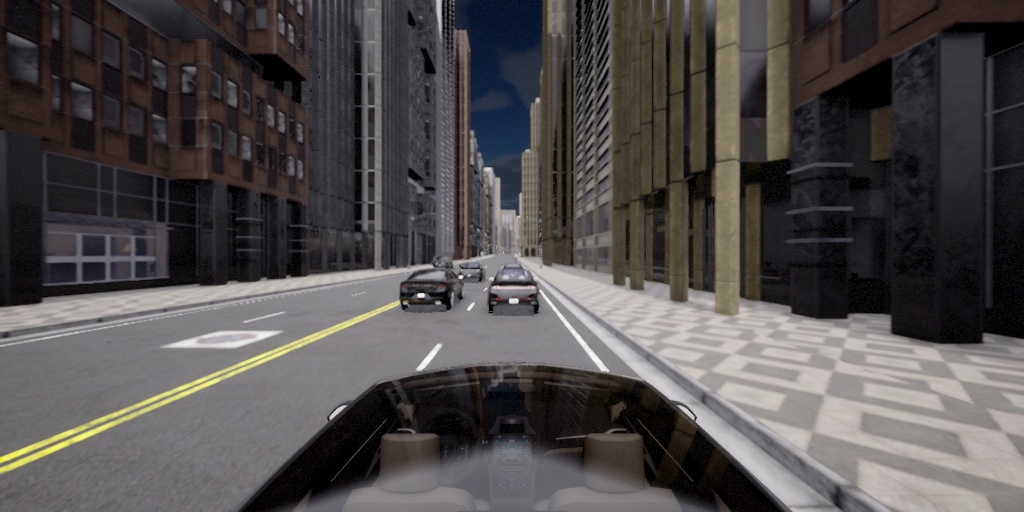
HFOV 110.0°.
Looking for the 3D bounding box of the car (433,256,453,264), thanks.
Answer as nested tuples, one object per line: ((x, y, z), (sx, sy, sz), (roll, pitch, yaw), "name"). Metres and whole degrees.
((-9.832, 0.973, 51.495), (2.150, 2.045, 5.566), (0, 0, 0), "car")

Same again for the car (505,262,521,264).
((0.072, 1.260, 29.290), (2.128, 1.511, 4.902), (0, 0, 0), "car")

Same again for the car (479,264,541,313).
((0.072, 1.253, 14.099), (2.128, 1.511, 4.902), (0, 0, 0), "car")

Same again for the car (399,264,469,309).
((-3.177, 1.240, 14.999), (1.882, 1.535, 5.008), (0, 0, 0), "car")

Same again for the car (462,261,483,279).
((-3.178, 1.260, 29.281), (2.128, 1.511, 4.902), (0, 0, 0), "car")
